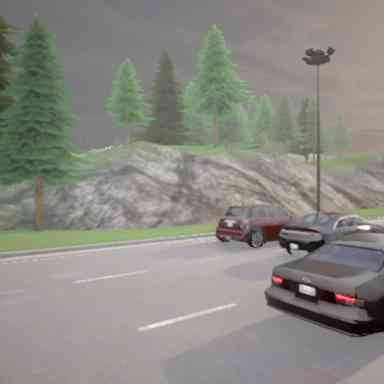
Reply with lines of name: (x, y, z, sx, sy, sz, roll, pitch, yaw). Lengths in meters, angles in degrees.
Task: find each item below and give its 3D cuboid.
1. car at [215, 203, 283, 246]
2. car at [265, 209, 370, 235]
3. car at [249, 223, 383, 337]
car: (3.276, 1.326, 14.708, 4.553, 1.767, 2.097, 0, 0, -35)
car: (5.153, 1.465, 11.746, 4.902, 1.511, 2.128, 0, 0, -35)
car: (3.807, 1.531, 6.507, 5.357, 1.411, 2.033, 0, 0, -35)
